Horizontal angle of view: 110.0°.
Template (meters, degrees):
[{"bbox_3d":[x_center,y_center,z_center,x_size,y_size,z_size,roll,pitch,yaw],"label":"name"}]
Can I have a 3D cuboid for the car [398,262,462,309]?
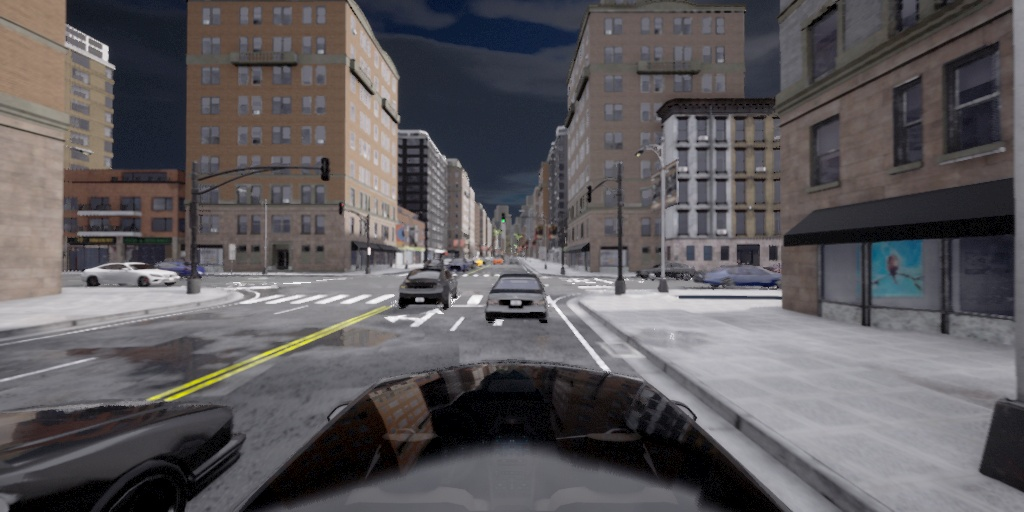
[{"bbox_3d":[-3.305,1.206,14.741,1.837,1.490,4.892,0,1,-3],"label":"car"}]

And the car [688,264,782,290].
[{"bbox_3d":[13.808,1.247,21.348,5.357,1.411,2.033,0,-1,4],"label":"car"}]

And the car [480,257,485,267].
[{"bbox_3d":[-6.167,1.072,61.620,1.882,1.535,5.008,0,0,0],"label":"car"}]

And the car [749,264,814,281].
[{"bbox_3d":[23.251,1.397,31.057,4.181,1.385,1.994,0,-1,1],"label":"car"}]

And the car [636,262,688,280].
[{"bbox_3d":[13.288,1.305,31.103,4.892,1.490,1.837,0,-1,0],"label":"car"}]

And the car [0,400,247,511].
[{"bbox_3d":[-3.158,1.299,0.537,2.033,1.411,5.357,0,0,-1],"label":"car"}]

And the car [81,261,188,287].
[{"bbox_3d":[-22.517,1.087,21.234,4.674,1.442,1.812,0,-1,-1],"label":"car"}]

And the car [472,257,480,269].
[{"bbox_3d":[-6.279,1.114,51.645,2.128,1.511,4.902,0,0,1],"label":"car"}]

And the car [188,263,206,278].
[{"bbox_3d":[-26.624,1.140,27.965,4.674,1.442,1.812,0,-1,0],"label":"car"}]

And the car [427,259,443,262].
[{"bbox_3d":[-9.568,1.146,44.214,1.837,1.490,4.892,0,0,3],"label":"car"}]

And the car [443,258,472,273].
[{"bbox_3d":[-6.364,1.000,42.505,2.097,1.767,4.553,0,0,1],"label":"car"}]

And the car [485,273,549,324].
[{"bbox_3d":[0.254,1.271,11.943,2.033,1.411,5.357,0,0,4],"label":"car"}]
